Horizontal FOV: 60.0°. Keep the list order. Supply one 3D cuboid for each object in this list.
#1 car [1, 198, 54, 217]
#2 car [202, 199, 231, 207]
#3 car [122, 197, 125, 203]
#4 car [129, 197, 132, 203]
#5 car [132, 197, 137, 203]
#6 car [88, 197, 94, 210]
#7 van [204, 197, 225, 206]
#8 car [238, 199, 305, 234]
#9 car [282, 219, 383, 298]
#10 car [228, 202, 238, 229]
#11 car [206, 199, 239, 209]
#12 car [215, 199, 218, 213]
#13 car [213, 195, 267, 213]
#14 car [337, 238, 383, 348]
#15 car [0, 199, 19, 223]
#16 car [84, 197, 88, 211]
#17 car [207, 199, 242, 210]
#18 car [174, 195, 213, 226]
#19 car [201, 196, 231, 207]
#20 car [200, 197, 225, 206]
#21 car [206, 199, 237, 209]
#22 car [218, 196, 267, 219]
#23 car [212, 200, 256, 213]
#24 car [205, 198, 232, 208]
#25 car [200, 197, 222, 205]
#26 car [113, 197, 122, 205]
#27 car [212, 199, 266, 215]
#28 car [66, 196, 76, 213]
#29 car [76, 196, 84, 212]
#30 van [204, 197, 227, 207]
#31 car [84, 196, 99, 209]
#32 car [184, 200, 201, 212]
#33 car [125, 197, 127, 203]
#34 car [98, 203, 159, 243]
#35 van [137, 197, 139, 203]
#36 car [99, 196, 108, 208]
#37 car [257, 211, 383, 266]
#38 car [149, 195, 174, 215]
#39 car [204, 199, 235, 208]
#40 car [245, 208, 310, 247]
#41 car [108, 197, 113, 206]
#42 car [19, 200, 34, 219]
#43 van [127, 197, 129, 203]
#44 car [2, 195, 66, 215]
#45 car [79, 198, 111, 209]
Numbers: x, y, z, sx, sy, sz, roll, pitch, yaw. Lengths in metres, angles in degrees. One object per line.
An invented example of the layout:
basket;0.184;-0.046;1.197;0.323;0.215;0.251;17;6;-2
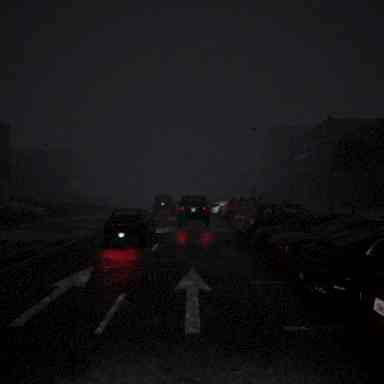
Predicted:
car;-15.553;1.525;29.462;5.366;1.575;1.946;0;0;0
car;4.501;2.081;62.403;5.366;1.575;1.946;0;-1;0
car;-15.999;2.085;62.531;5.366;1.575;1.946;0;-1;0
car;-15.864;2.117;70.805;4.553;1.767;2.185;0;-1;0
car;-15.811;2.039;73.566;5.566;2.045;2.435;0;-1;0
car;-15.799;1.728;43.231;4.792;1.488;2.163;0;-1;0
van;4.806;2.015;70.742;4.442;1.987;1.878;0;-1;0
car;4.676;1.361;15.299;4.553;1.767;2.185;0;0;0
car;4.700;1.481;6.969;4.892;1.521;2.231;0;0;0
car;4.888;1.487;17.960;5.366;1.575;1.946;0;0;0
car;4.696;1.855;51.411;4.892;1.521;2.231;0;-1;0
car;4.697;1.558;29.198;4.674;1.452;2.002;0;0;0
car;4.669;1.285;31.975;5.566;2.045;2.435;0;-1;0
car;4.737;1.508;4.191;4.792;1.488;2.163;0;0;0
car;-15.720;1.505;23.950;5.008;1.535;2.097;0;0;0
car;-15.758;1.649;40.480;5.008;1.535;2.097;0;-1;0
car;4.696;1.793;48.508;5.008;1.535;2.097;0;-1;0
car;0.093;1.238;23.642;2.150;2.045;5.566;0;0;0
car;4.655;1.886;65.191;5.566;2.045;2.435;0;-1;0
car;4.724;2.087;76.425;5.566;2.045;2.435;0;-1;0
car;4.718;1.943;54.189;4.792;1.488;2.163;0;-1;0
car;4.668;1.381;26.421;4.553;1.767;2.185;0;0;0
car;4.693;1.635;37.524;4.674;1.452;2.002;0;-1;0
car;4.718;1.904;59.750;4.553;1.767;2.185;0;-1;0
car;4.744;2.217;84.760;5.566;2.045;2.435;0;-1;0
car;-15.993;2.031;59.771;5.366;1.575;1.946;0;-1;0
car;4.882;1.560;34.751;5.366;1.575;1.946;0;-1;0
car;-15.722;1.324;34.974;5.566;2.045;2.435;0;-1;0
car;-15.729;1.360;37.726;5.566;2.045;2.435;0;-1;0
van;4.802;1.966;68.089;4.442;1.987;1.878;0;-1;0
car;-15.807;1.624;45.991;4.553;1.767;2.185;0;-1;0
car;0.083;1.748;42.954;2.033;1.411;5.357;0;-1;0
car;-15.818;2.181;65.286;4.674;1.452;2.002;0;-1;0
car;-2.907;1.512;16.108;1.837;1.490;4.892;0;0;0
van;-15.975;2.199;81.840;4.442;1.987;1.878;0;-1;0
car;-15.811;1.555;48.748;5.566;2.045;2.435;0;-1;0
car;4.711;1.480;9.749;5.008;1.535;2.097;0;0;0
car;-2.914;1.315;35.724;2.150;2.045;5.566;0;-1;0
car;4.682;1.972;56.969;5.008;1.535;2.097;0;-1;0
car;4.675;1.513;12.527;4.792;1.488;2.163;0;0;0
car;-15.760;1.612;51.505;5.566;2.045;2.435;0;-1;0
car;-15.729;1.555;26.704;4.674;1.452;2.002;0;0;0
van;-15.710;1.967;68.050;4.442;1.987;1.878;0;-1;0
car;-15.716;1.299;32.216;5.566;2.045;2.435;0;-1;0
car;-15.764;1.795;54.259;4.553;1.767;2.185;0;-1;0
